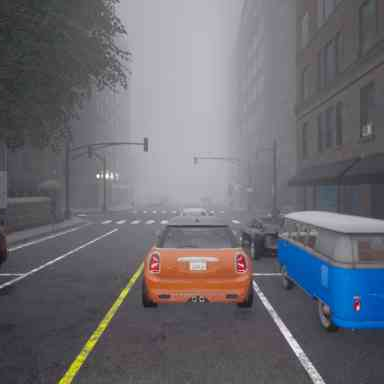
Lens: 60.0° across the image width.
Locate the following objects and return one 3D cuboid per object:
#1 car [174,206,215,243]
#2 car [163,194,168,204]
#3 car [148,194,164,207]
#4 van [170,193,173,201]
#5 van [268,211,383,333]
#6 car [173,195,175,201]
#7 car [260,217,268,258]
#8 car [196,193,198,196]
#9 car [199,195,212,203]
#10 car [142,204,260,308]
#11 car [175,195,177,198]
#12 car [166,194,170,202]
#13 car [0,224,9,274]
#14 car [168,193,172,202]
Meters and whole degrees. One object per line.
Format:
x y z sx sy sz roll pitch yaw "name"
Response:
0.106 1.521 17.097 1.812 1.442 4.674 0 0 0 "car"
-5.655 1.522 55.643 2.008 1.369 4.403 0 0 0 "car"
-5.656 1.498 50.023 1.752 1.417 4.829 0 0 0 "car"
-5.651 1.312 71.996 1.690 1.788 3.998 0 0 0 "van"
2.858 1.340 6.542 1.690 1.788 3.998 0 0 0 "van"
-5.649 1.523 77.446 2.008 1.369 4.403 0 0 0 "car"
2.860 1.563 12.202 1.947 1.339 4.313 0 0 0 "car"
2.880 1.507 93.991 1.752 1.417 4.829 0 0 0 "car"
2.872 1.410 66.579 1.967 1.590 4.097 0 0 0 "car"
0.104 1.351 8.096 2.097 1.767 4.553 0 0 0 "car"
-5.649 1.290 82.897 2.192 1.841 5.009 0 0 0 "car"
-5.653 1.515 61.094 1.887 1.381 4.507 0 0 0 "car"
-5.667 1.314 6.504 2.192 1.841 5.009 0 0 0 "car"
-5.652 1.515 66.545 1.887 1.381 4.507 0 0 0 "car"
